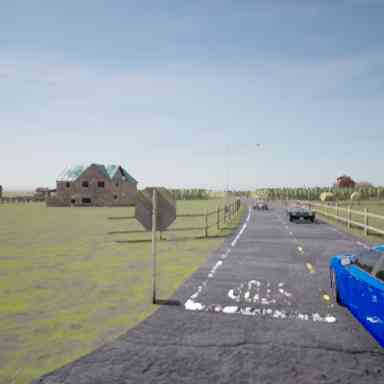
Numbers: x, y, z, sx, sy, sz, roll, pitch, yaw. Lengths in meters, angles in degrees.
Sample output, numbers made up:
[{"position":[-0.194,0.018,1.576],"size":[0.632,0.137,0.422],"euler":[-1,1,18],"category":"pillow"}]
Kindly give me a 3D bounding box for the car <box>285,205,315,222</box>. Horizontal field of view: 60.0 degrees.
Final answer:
[{"position":[8.785,1.697,27.371],"size":[1.895,1.301,4.718],"euler":[0,0,11],"category":"car"}]

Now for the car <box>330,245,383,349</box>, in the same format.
[{"position":[3.537,1.508,5.065],"size":[1.882,1.535,5.008],"euler":[-2,-1,10],"category":"car"}]

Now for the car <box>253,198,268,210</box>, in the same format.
[{"position":[9.327,1.635,45.439],"size":[2.128,1.511,4.902],"euler":[0,0,10],"category":"car"}]
